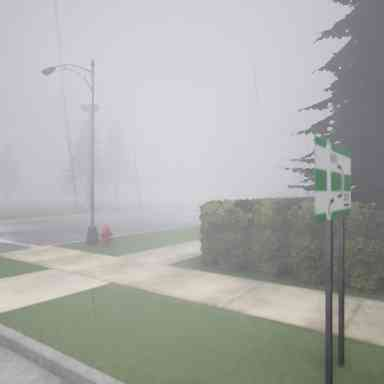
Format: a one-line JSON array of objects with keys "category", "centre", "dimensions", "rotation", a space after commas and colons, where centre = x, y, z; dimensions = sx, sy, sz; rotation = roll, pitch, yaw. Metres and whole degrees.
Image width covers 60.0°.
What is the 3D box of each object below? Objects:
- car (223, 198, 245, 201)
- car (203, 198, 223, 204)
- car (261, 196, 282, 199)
[{"category": "car", "centre": [6.651, 1.559, 46.326], "dimensions": [1.994, 1.385, 4.181], "rotation": [0, 0, 36]}, {"category": "car", "centre": [3.631, 1.541, 48.126], "dimensions": [2.033, 1.411, 5.357], "rotation": [0, 0, 36]}, {"category": "car", "centre": [10.153, 1.522, 45.286], "dimensions": [1.812, 1.442, 4.674], "rotation": [0, 0, 36]}]
